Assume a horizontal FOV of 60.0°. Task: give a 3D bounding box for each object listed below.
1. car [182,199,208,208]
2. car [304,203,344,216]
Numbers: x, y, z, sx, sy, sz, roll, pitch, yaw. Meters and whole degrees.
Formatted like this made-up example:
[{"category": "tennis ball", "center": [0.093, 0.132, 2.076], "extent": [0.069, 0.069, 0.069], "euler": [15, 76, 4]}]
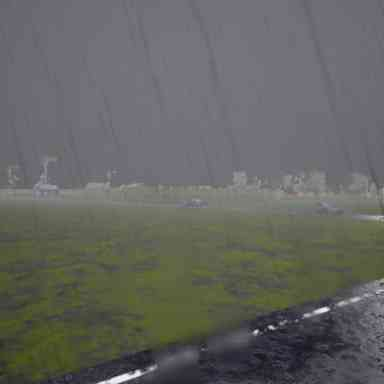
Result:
[{"category": "car", "center": [0.431, 1.859, 56.073], "extent": [2.033, 1.411, 5.357], "euler": [0, 0, -38]}, {"category": "car", "center": [14.520, 1.885, 36.748], "extent": [1.994, 1.385, 4.181], "euler": [0, 0, -34]}]
